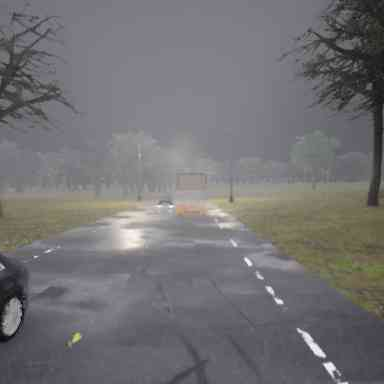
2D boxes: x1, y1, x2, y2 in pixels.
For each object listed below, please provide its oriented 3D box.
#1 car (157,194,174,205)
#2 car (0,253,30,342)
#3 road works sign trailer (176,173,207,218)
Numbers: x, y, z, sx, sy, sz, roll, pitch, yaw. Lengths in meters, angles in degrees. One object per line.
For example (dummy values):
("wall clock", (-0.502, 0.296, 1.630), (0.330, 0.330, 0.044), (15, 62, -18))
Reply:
("car", (-3.574, 1.018, 45.585), (1.837, 1.490, 4.892), (0, 1, 0))
("car", (-3.598, 1.484, 3.599), (1.837, 1.490, 4.892), (0, 0, 0))
("road works sign trailer", (0.005, 0.232, 26.984), (2.380, 3.560, 2.880), (0, 1, 0))
